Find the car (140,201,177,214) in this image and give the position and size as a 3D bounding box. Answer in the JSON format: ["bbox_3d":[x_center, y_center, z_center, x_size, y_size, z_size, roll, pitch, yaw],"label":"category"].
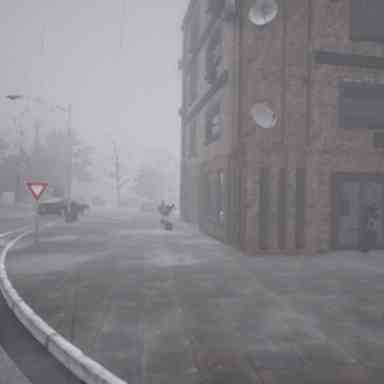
[{"bbox_3d":[-3.753,1.767,38.310,2.128,1.511,4.902,1,-3,38],"label":"car"}]

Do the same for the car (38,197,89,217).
[{"bbox_3d":[-10.610,1.207,27.851,1.882,1.535,5.008,1,0,17],"label":"car"}]
